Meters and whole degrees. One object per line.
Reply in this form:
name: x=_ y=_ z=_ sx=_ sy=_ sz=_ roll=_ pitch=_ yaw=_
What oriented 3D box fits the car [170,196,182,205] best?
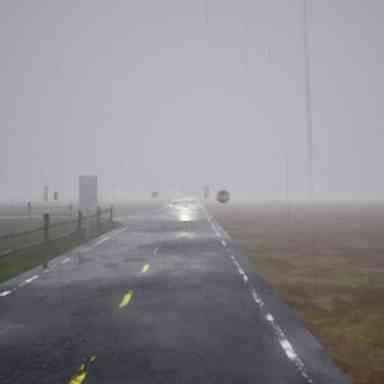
car: x=-2.722 y=1.504 z=57.902 sx=1.882 sy=1.535 sz=5.008 roll=0 pitch=1 yaw=0
